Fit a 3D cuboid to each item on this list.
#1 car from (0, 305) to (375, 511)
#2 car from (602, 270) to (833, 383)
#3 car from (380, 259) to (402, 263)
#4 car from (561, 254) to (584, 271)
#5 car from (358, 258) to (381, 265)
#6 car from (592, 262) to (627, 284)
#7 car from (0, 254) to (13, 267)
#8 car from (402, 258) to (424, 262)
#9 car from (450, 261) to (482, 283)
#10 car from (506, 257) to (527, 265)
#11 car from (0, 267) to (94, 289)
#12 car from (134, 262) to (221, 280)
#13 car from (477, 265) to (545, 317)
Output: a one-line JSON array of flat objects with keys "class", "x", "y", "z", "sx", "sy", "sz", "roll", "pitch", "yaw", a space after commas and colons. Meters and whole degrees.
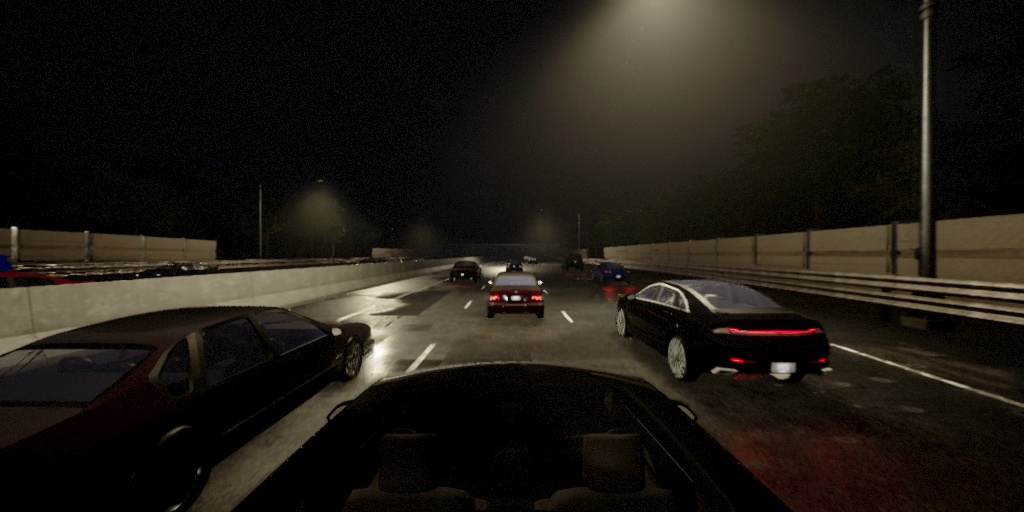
[{"class": "car", "x": -3.399, "y": 1.283, "z": 4.022, "sx": 2.033, "sy": 1.411, "sz": 5.357, "roll": 0, "pitch": 0, "yaw": 0}, {"class": "car", "x": 3.504, "y": 1.210, "z": 7.044, "sx": 2.128, "sy": 1.511, "sz": 4.902, "roll": 0, "pitch": 0, "yaw": 0}, {"class": "car", "x": -17.284, "y": 1.074, "z": 52.875, "sx": 1.994, "sy": 1.385, "sz": 4.181, "roll": 0, "pitch": 0, "yaw": 1}, {"class": "car", "x": 7.274, "y": 0.772, "z": 43.563, "sx": 2.150, "sy": 2.045, "sz": 5.566, "roll": 0, "pitch": 0, "yaw": 1}, {"class": "car", "x": -20.786, "y": 1.015, "z": 52.458, "sx": 1.837, "sy": 1.490, "sz": 4.892, "roll": 0, "pitch": 0, "yaw": 1}, {"class": "car", "x": 6.984, "y": 1.147, "z": 25.579, "sx": 1.812, "sy": 1.442, "sz": 4.674, "roll": 0, "pitch": 0, "yaw": 2}, {"class": "car", "x": -17.590, "y": 0.921, "z": 9.758, "sx": 2.150, "sy": 2.045, "sz": 5.566, "roll": 0, "pitch": 0, "yaw": 0}, {"class": "car", "x": -13.795, "y": 1.061, "z": 52.235, "sx": 2.033, "sy": 1.411, "sz": 5.357, "roll": 0, "pitch": 0, "yaw": 1}, {"class": "car", "x": -3.331, "y": 1.093, "z": 26.616, "sx": 1.882, "sy": 1.535, "sz": 5.008, "roll": 0, "pitch": 0, "yaw": 0}, {"class": "car", "x": 0.253, "y": 1.111, "z": 39.666, "sx": 2.033, "sy": 1.411, "sz": 5.357, "roll": 0, "pitch": 0, "yaw": 0}, {"class": "car", "x": -14.091, "y": 1.181, "z": 9.290, "sx": 1.882, "sy": 1.535, "sz": 5.008, "roll": 0, "pitch": 0, "yaw": 0}, {"class": "car", "x": -24.441, "y": 1.159, "z": 26.558, "sx": 2.033, "sy": 1.411, "sz": 5.357, "roll": 0, "pitch": 0, "yaw": -1}, {"class": "car", "x": 0.117, "y": 1.233, "z": 12.729, "sx": 2.033, "sy": 1.411, "sz": 5.357, "roll": 0, "pitch": 0, "yaw": 0}]
